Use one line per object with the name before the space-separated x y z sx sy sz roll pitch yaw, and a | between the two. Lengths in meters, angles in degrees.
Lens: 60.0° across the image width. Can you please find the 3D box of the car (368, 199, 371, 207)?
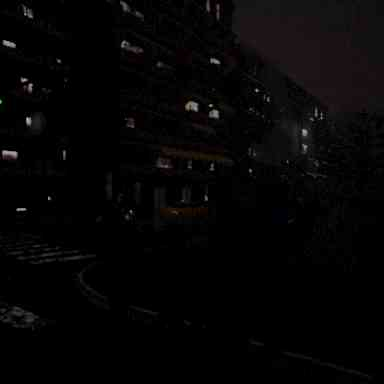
car | 30.107 2.131 59.162 1.802 1.307 4.206 1 0 36

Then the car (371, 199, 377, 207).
car | 33.392 2.033 63.617 1.967 1.590 4.097 1 0 36

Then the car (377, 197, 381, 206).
car | 36.674 2.182 68.070 1.887 1.381 4.507 1 0 36

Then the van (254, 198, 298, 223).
van | 7.130 1.573 27.983 1.690 1.788 3.998 1 0 36

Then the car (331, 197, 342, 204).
car | 33.217 2.047 77.503 1.947 1.339 4.313 1 0 36

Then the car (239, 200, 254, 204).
car | 6.953 1.707 41.870 1.802 1.307 4.206 1 0 36

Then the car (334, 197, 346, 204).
car | 36.503 1.965 81.957 1.967 1.590 4.097 1 0 36

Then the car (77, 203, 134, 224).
car | -6.179 1.491 24.053 2.008 1.369 4.403 1 0 36

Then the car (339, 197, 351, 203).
car | 39.683 2.092 86.274 1.752 1.417 4.829 1 0 36

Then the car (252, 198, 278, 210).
car | 10.238 1.610 46.324 1.967 1.590 4.097 1 0 36

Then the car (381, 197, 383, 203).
car | 39.957 2.231 72.525 2.008 1.369 4.403 1 0 36

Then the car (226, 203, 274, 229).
car | 3.843 1.752 23.529 1.947 1.339 4.313 1 0 36

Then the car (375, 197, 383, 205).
car | 46.528 2.082 81.433 2.192 1.841 5.009 1 0 36

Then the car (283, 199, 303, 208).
car | 16.802 1.843 55.233 1.802 1.307 4.206 1 0 36

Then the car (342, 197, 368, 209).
car | 26.829 1.819 54.708 2.192 1.841 5.009 1 0 36

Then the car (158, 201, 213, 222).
car | -0.640 1.528 27.196 1.882 1.535 5.008 2 1 36

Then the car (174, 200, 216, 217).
car | 0.388 1.578 32.961 1.887 1.381 4.507 1 0 36

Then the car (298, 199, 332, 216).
car | 13.695 1.764 36.892 1.967 1.590 4.097 1 0 36
